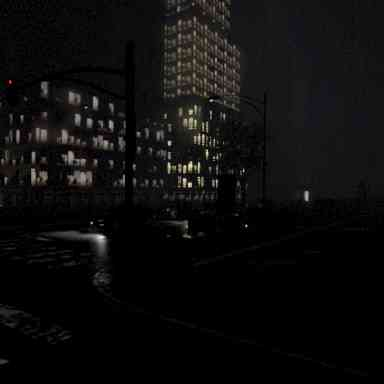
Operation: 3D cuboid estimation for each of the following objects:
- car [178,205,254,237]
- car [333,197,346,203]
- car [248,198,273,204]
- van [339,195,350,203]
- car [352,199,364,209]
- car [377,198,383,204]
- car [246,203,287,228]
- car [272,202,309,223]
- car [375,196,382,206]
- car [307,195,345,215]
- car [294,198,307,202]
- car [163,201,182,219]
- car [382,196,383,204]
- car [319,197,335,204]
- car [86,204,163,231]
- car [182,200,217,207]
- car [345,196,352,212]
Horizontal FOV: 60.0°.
[{"bbox_3d":[1.517,1.696,19.056,2.008,1.369,4.403,1,0,36],"label":"car"},{"bbox_3d":[34.748,1.861,78.344,1.752,1.417,4.829,1,0,36],"label":"car"},{"bbox_3d":[7.744,1.492,37.413,2.097,1.767,4.553,1,0,37],"label":"car"},{"bbox_3d":[38.150,1.705,82.945,1.690,1.788,3.998,1,0,36],"label":"van"},{"bbox_3d":[25.096,1.773,51.180,1.967,1.590,4.097,1,0,36],"label":"car"},{"bbox_3d":[44.888,2.047,77.967,2.008,1.369,4.403,1,0,36],"label":"car"},{"bbox_3d":[4.775,1.736,23.465,1.947,1.339,4.313,1,0,36],"label":"car"},{"bbox_3d":[8.031,1.778,27.873,1.802,1.307,4.206,1,0,36],"label":"car"},{"bbox_3d":[35.093,1.940,64.710,1.752,1.417,4.829,1,0,36],"label":"car"},{"bbox_3d":[15.269,1.569,37.738,2.192,1.841,5.009,1,0,36],"label":"car"},{"bbox_3d":[18.253,1.726,56.023,1.752,1.417,4.829,1,0,36],"label":"car"},{"bbox_3d":[-1.541,1.480,29.450,1.967,1.590,4.097,1,0,36],"label":"car"},{"bbox_3d":[41.592,1.783,73.502,2.192,1.841,5.009,1,0,36],"label":"car"},{"bbox_3d":[28.251,1.848,69.552,1.947,1.339,4.313,1,0,36],"label":"car"},{"bbox_3d":[-4.337,1.548,21.088,1.837,1.490,4.892,1,0,36],"label":"car"},{"bbox_3d":[1.659,1.568,29.198,1.882,1.535,5.008,1,0,36],"label":"car"},{"bbox_3d":[18.540,1.720,42.223,1.967,1.590,4.097,1,0,36],"label":"car"}]
